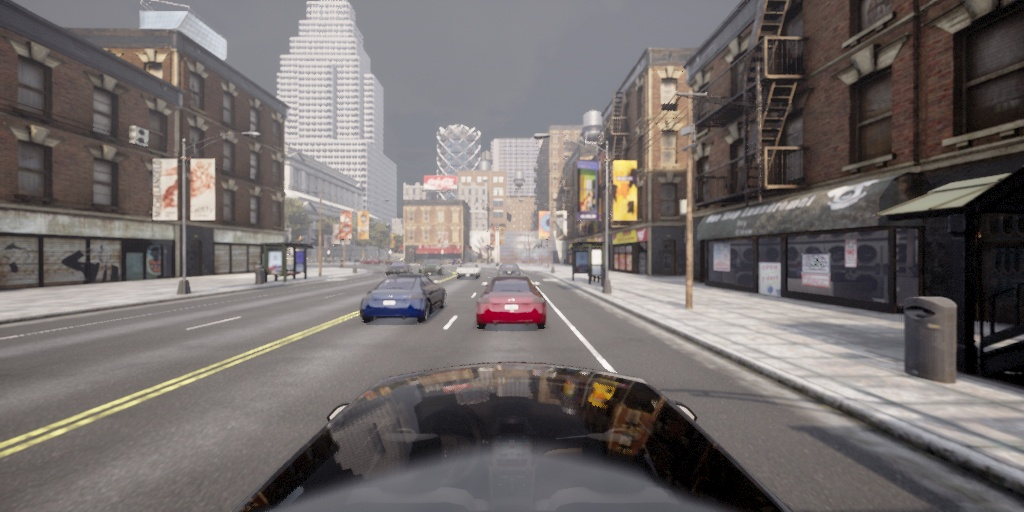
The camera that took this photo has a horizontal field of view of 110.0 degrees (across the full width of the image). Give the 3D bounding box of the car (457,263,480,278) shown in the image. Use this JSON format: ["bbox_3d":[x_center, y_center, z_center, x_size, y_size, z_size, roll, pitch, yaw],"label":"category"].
[{"bbox_3d":[-3.859,1.320,32.597,1.895,1.301,4.718,0,0,-3],"label":"car"}]

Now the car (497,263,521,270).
[{"bbox_3d":[-0.235,1.268,29.141,2.033,1.411,5.357,0,0,-1],"label":"car"}]

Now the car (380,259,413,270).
[{"bbox_3d":[-11.142,1.267,35.773,2.033,1.411,5.357,0,0,-5],"label":"car"}]

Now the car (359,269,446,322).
[{"bbox_3d":[-3.530,1.305,12.264,1.994,1.385,4.181,0,0,-1],"label":"car"}]

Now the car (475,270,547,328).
[{"bbox_3d":[-0.026,1.304,11.406,1.994,1.385,4.181,0,0,0],"label":"car"}]

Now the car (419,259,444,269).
[{"bbox_3d":[-7.864,1.070,35.405,2.097,1.767,4.553,0,0,-6],"label":"car"}]
